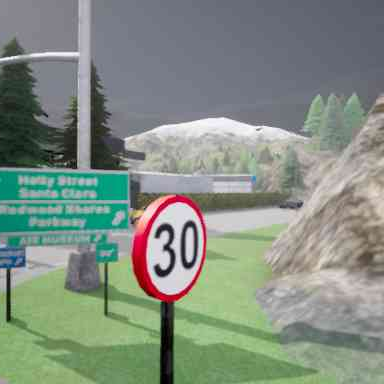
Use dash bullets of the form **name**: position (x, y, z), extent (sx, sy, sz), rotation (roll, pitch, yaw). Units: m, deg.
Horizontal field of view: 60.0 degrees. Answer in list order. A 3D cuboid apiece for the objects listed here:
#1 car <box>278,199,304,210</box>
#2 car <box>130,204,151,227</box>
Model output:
- **car**: position (13.199, 1.595, 43.834), extent (2.033, 1.411, 5.357), rotation (1, 0, 37)
- **car**: position (-2.381, 1.522, 22.552), extent (1.882, 1.535, 5.008), rotation (1, 0, 36)
